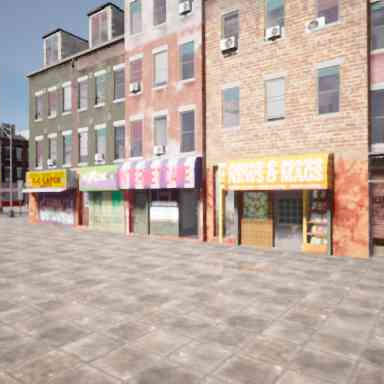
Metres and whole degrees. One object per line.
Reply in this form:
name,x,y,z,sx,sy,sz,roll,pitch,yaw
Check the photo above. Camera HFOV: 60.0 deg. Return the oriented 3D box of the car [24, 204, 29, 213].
car,-15.056,1.450,35.110,1.882,1.535,5.008,-1,0,36
